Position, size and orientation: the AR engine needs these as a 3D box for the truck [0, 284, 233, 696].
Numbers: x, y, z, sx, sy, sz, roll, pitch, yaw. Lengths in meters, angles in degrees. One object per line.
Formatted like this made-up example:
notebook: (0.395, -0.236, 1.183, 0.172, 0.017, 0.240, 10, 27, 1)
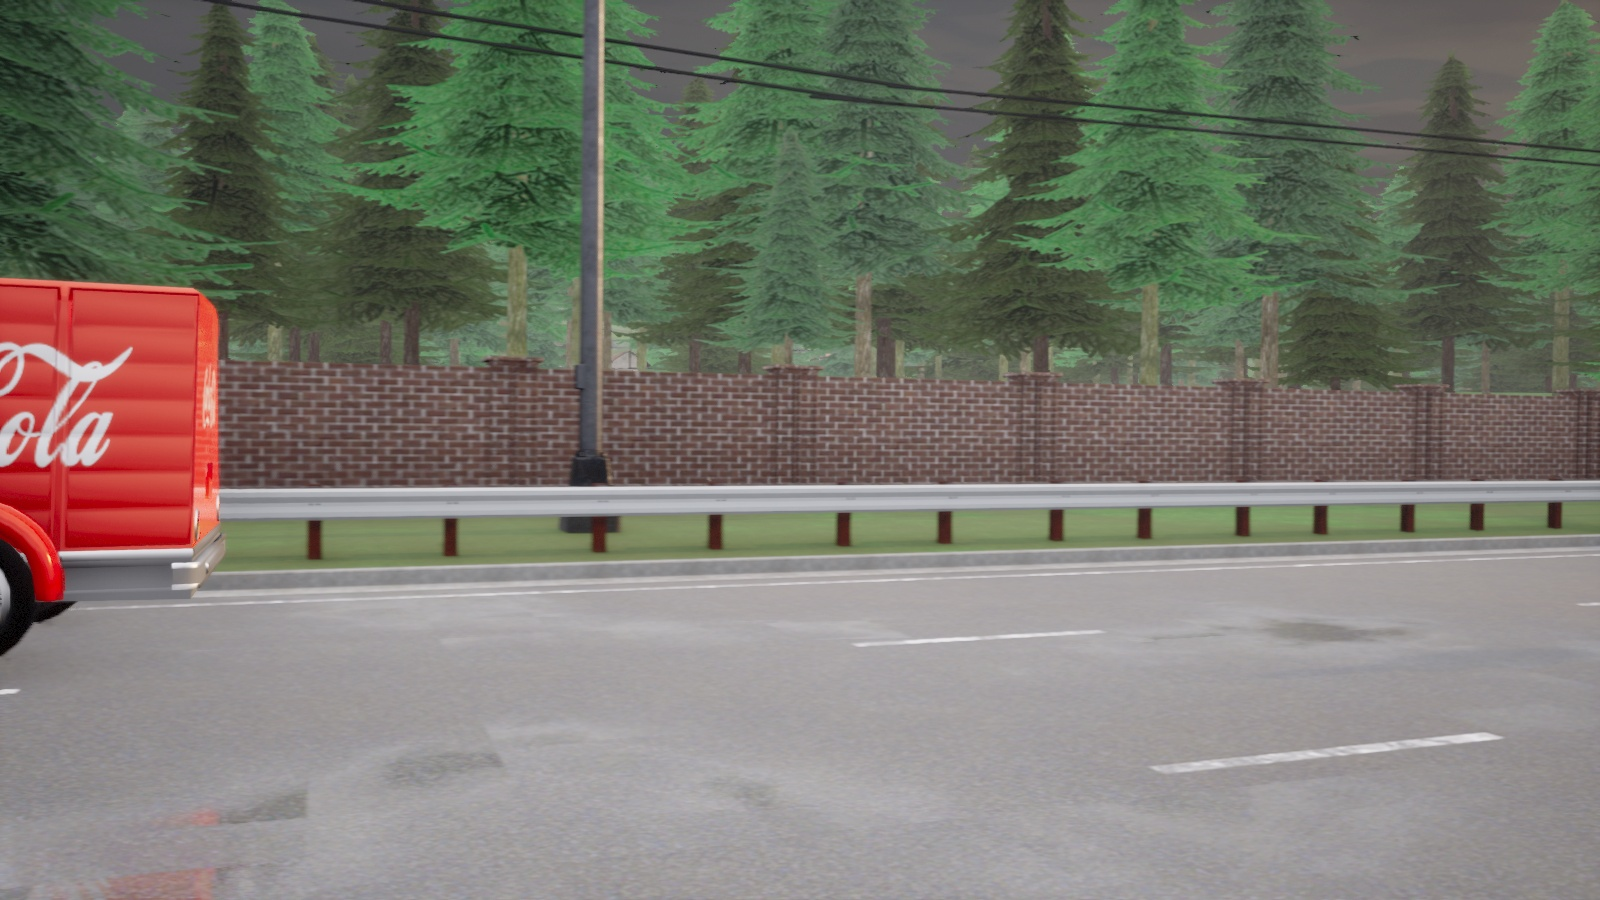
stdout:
truck: (-6.660, 0.250, 8.192, 5.204, 2.467, 2.627, -1, 1, -21)
